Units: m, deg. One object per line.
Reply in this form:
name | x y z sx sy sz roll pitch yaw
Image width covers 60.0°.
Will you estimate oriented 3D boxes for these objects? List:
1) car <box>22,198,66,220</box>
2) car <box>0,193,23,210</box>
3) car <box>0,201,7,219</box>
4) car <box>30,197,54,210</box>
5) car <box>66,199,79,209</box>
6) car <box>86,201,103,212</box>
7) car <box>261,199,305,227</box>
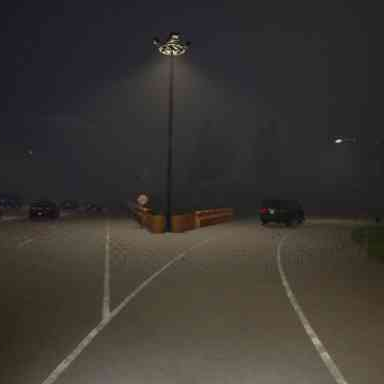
car | -12.356 1.500 28.088 2.128 1.511 4.902 1 -1 -14
car | -23.037 1.148 41.983 2.150 2.045 5.566 1 -1 -14
car | -14.622 1.521 22.707 1.895 1.301 4.718 1 0 -14
car | -20.200 1.498 45.041 2.128 1.511 4.902 1 -1 -14
car | -16.861 1.642 46.108 1.994 1.385 4.181 1 -1 -14
car | -12.060 1.729 41.320 1.895 1.301 4.718 1 0 -14
car | 7.236 1.583 26.286 2.150 2.045 5.566 0 -1 32
